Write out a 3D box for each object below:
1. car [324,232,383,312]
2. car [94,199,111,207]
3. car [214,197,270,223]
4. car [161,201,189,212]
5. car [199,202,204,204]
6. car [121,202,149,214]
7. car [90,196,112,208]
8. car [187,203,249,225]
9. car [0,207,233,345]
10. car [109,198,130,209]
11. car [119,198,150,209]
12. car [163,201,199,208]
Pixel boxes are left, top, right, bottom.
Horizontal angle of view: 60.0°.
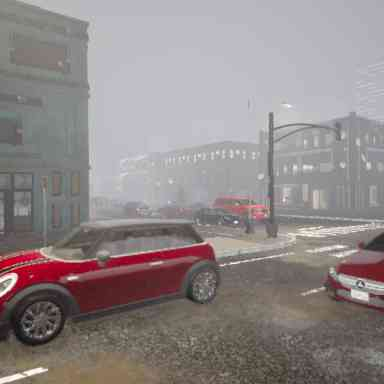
[{"bbox_3d":[4.792,1.524,7.096,4.674,1.442,1.812,0,0,-35],"label":"car"},{"bbox_3d":[-18.453,2.227,68.720,1.887,1.381,4.507,-1,0,-35],"label":"car"},{"bbox_3d":[3.933,1.445,27.199,2.150,2.045,5.566,-1,0,-35],"label":"car"},{"bbox_3d":[-2.429,1.966,46.155,1.802,1.307,4.206,-2,0,-35],"label":"car"},{"bbox_3d":[0.775,1.903,41.643,1.802,1.307,4.206,-2,0,-35],"label":"car"},{"bbox_3d":[-7.432,2.011,43.235,1.994,1.385,4.181,-1,0,-35],"label":"car"},{"bbox_3d":[-17.773,1.879,63.297,2.150,2.045,5.566,-1,0,-35],"label":"car"},{"bbox_3d":[1.878,1.814,25.404,1.947,1.339,4.313,-1,0,-35],"label":"car"},{"bbox_3d":[-1.653,1.351,6.497,4.553,1.767,2.097,0,0,-35],"label":"car"},{"bbox_3d":[-11.372,2.140,54.291,1.895,1.301,4.718,-1,0,-35],"label":"car"},{"bbox_3d":[-6.060,1.846,36.788,1.967,1.590,4.097,-1,0,-35],"label":"car"},{"bbox_3d":[-1.718,1.937,35.168,1.895,1.301,4.718,-1,0,-35],"label":"car"}]
